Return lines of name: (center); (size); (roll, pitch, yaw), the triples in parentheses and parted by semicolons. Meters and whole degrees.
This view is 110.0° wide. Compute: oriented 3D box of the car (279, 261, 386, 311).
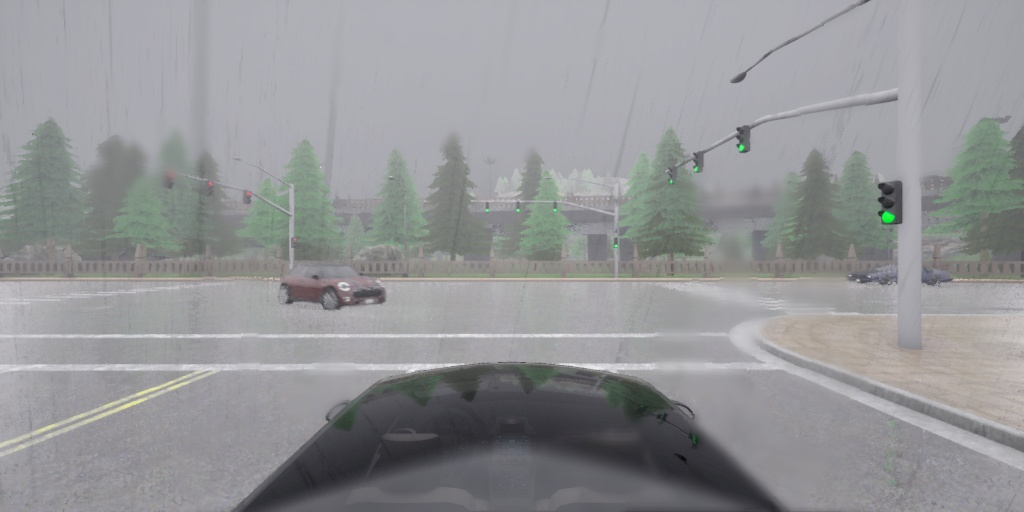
car: (-7.239, 1.086, 14.430); (4.553, 1.767, 2.097); (0, -1, 30)

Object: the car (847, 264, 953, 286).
car: (25.878, 1.249, 23.975); (5.357, 1.411, 2.033); (0, 0, 2)
